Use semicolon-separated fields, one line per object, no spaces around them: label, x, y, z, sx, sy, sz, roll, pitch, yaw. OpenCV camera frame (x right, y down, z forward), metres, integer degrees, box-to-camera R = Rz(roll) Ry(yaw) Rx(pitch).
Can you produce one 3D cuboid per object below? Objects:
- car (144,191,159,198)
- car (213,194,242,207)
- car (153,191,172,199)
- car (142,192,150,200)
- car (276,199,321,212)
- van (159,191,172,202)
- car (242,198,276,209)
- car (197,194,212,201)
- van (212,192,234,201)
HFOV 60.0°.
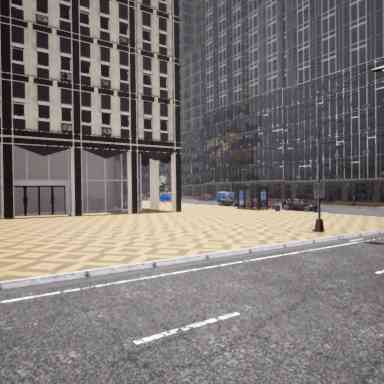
car;-10.143;0.686;82.809;1.967;1.590;4.097;0;1;-34
car;5.300;1.319;45.192;1.947;1.339;4.313;0;1;-34
car;-6.941;0.615;78.112;2.192;1.841;5.009;0;1;-34
car;-10.664;1.040;68.700;2.008;1.369;4.403;0;1;-34
car;11.642;1.424;35.755;1.947;1.339;4.313;0;1;-34
van;-4.260;0.937;59.305;1.690;1.788;3.998;0;1;-34
car;8.454;1.388;40.463;1.802;1.307;4.206;0;1;-34
car;2.664;1.043;64.027;1.802;1.307;4.206;0;1;-34
van;5.865;0.855;59.328;1.690;1.788;3.998;0;1;-34
